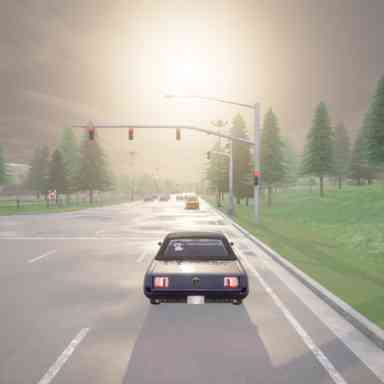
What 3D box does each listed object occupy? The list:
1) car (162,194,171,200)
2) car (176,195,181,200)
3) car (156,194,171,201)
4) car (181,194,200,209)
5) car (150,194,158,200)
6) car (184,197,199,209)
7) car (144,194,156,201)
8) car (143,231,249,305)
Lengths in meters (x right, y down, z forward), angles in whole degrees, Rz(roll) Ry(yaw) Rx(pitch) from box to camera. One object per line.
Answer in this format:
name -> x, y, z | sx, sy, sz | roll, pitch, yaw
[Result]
car -> -6.854, 1.372, 90.754 | 2.033, 1.411, 5.357 | 0, 0, 0
car -> -3.353, 1.553, 91.162 | 1.994, 1.385, 4.181 | 0, 0, 0
car -> -6.871, 1.531, 80.334 | 2.033, 1.411, 5.357 | 0, 0, 0
car -> -0.072, 1.093, 46.178 | 1.882, 1.535, 5.008 | -3, 16, -4
car -> -10.354, 1.332, 90.760 | 1.837, 1.490, 4.892 | 0, 0, 0
car -> -0.009, 1.576, 49.703 | 2.033, 1.411, 5.357 | -1, 1, 1
car -> -10.371, 1.531, 80.340 | 2.033, 1.411, 5.357 | 0, 0, 0
car -> 0.092, 1.601, 8.035 | 1.895, 1.301, 4.718 | 0, 0, 0
